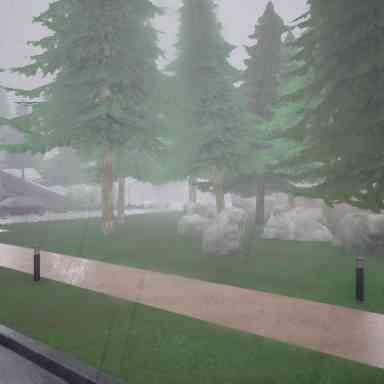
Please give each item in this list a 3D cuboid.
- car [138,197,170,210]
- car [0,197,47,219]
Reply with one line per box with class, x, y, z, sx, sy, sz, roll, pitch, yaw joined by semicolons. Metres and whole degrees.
car;-4.535;1.367;40.757;1.812;1.442;4.674;0;0;36
car;-14.402;1.190;27.119;2.097;1.767;4.553;0;0;36
